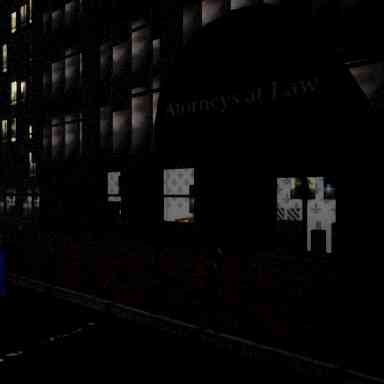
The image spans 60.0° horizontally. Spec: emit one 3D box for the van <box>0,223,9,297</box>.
[{"bbox_3d":[-5.363,1.341,6.694,3.998,1.788,1.690,0,0,35],"label":"van"}]
